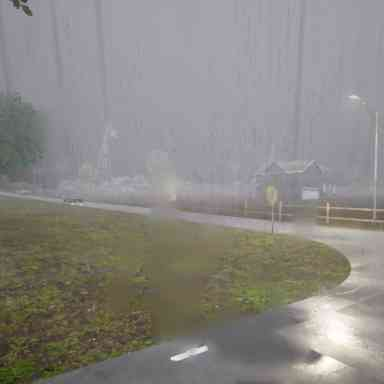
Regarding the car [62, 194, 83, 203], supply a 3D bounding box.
[{"bbox_3d":[-18.514,0.978,51.302,2.033,1.411,5.357,2,-1,-36],"label":"car"}]
